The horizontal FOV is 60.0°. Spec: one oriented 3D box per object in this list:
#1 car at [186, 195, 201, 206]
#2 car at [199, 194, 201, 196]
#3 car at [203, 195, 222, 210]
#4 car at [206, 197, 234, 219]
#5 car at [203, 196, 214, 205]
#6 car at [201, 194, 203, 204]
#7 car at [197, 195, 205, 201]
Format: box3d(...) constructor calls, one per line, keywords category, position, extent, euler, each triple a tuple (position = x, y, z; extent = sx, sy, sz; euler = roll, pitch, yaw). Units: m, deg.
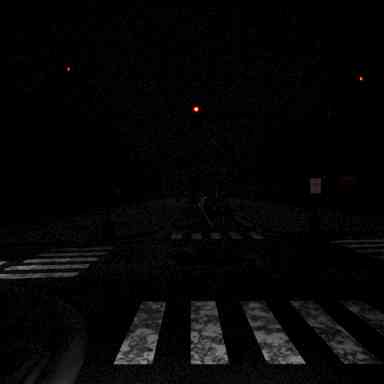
box3d(category="car", position=(-0.016, 1.664, 55.967), extent=(1.994, 1.385, 4.181), euler=(0, 0, 0))
box3d(category="car", position=(2.895, 1.498, 67.907), extent=(2.097, 1.767, 4.553), euler=(0, 0, 0))
box3d(category="car", position=(2.580, 1.356, 35.138), extent=(2.192, 1.841, 5.009), euler=(-1, 0, 0))
box3d(category="car", position=(2.589, 1.470, 29.736), extent=(1.967, 1.590, 4.097), euler=(-1, 0, 0))
box3d(category="car", position=(2.941, 1.575, 61.126), extent=(1.801, 1.575, 5.366), euler=(0, 0, 0))
box3d(category="car", position=(2.572, 1.369, 40.541), extent=(2.192, 1.841, 5.009), euler=(-1, 0, 0))
box3d(category="car", position=(2.498, 1.702, 94.564), extent=(1.967, 1.590, 4.097), euler=(-1, 0, 0))
